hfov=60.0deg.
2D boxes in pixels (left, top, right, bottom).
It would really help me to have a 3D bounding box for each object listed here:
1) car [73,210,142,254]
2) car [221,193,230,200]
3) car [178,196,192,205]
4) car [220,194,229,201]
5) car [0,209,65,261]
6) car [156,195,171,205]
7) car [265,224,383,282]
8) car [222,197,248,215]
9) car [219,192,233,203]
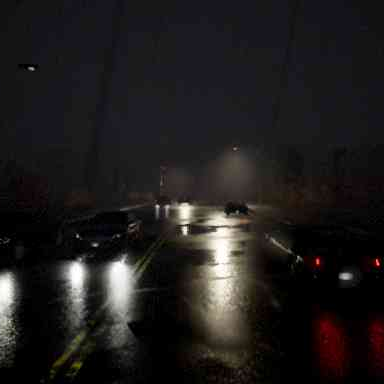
[{"bbox_3d":[-3.181,1.477,13.403,1.812,1.442,4.674,0,0,1],"label":"car"},{"bbox_3d":[8.554,1.094,85.120,2.128,1.511,4.902,0,0,7],"label":"car"},{"bbox_3d":[-1.119,1.339,54.450,1.994,1.385,4.181,0,0,5],"label":"car"},{"bbox_3d":[7.300,1.145,74.268,1.882,1.535,5.008,0,0,6],"label":"car"},{"bbox_3d":[-6.452,1.432,12.325,1.882,1.535,5.008,0,0,1],"label":"car"},{"bbox_3d":[-4.490,1.288,53.101,1.837,1.490,4.892,0,0,5],"label":"car"},{"bbox_3d":[3.447,1.568,9.596,1.895,1.301,4.718,0,0,1],"label":"car"},{"bbox_3d":[4.143,1.481,31.892,1.895,1.301,4.718,0,0,3],"label":"car"},{"bbox_3d":[6.214,1.159,63.398,2.033,1.649,4.856,0,0,5],"label":"car"}]
